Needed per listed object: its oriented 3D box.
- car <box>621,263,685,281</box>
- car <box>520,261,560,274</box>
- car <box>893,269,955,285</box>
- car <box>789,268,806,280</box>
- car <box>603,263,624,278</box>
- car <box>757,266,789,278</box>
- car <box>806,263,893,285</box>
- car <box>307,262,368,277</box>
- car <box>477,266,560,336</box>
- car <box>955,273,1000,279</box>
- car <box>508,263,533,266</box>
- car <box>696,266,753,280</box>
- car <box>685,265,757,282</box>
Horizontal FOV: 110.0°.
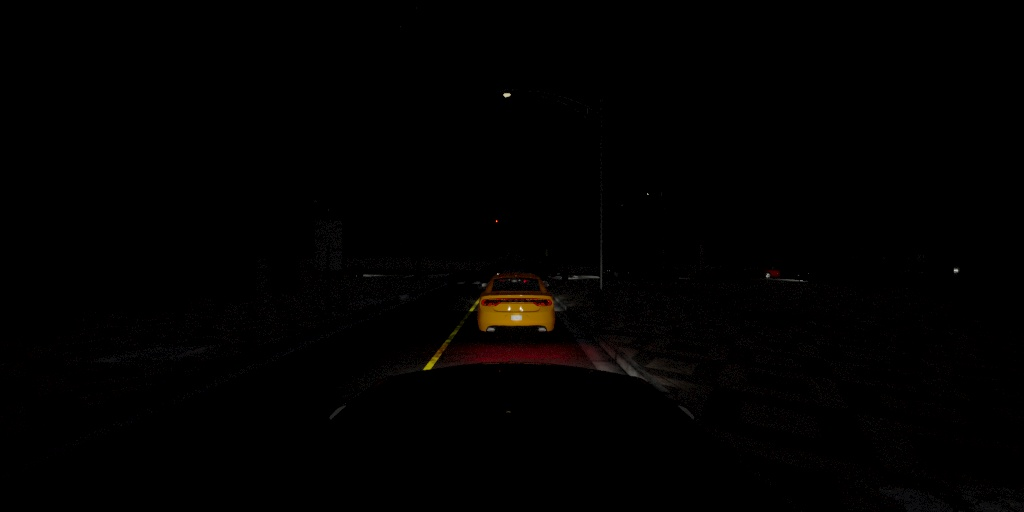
[{"bbox_3d":[12.146,1.522,31.032,4.313,1.339,1.948,0,0,0],"label":"car"},{"bbox_3d":[2.042,1.272,33.699,4.892,1.490,1.837,1,0,0],"label":"car"},{"bbox_3d":[34.719,1.862,31.014,4.507,1.381,1.888,0,0,0],"label":"car"},{"bbox_3d":[31.887,1.770,36.864,4.892,1.490,1.837,1,0,0],"label":"car"},{"bbox_3d":[11.905,1.454,36.890,4.892,1.490,1.837,1,0,0],"label":"car"},{"bbox_3d":[29.090,1.763,39.544,4.507,1.381,1.888,0,0,0],"label":"car"},{"bbox_3d":[29.075,1.538,31.018,5.009,1.841,2.192,0,0,0],"label":"car"},{"bbox_3d":[-14.762,1.114,30.957,4.403,1.370,2.007,0,0,0],"label":"car"},{"bbox_3d":[0.104,1.227,10.479,1.882,1.535,5.008,0,0,0],"label":"car"},{"bbox_3d":[40.369,1.993,31.009,4.207,1.307,1.802,0,0,0],"label":"car"},{"bbox_3d":[0.113,1.296,20.306,2.033,1.411,5.357,0,0,0],"label":"car"},{"bbox_3d":[21.823,1.704,36.881,4.718,1.301,1.895,1,0,0],"label":"car"},{"bbox_3d":[17.958,1.569,31.027,4.829,1.417,1.751,0,0,0],"label":"car"}]
